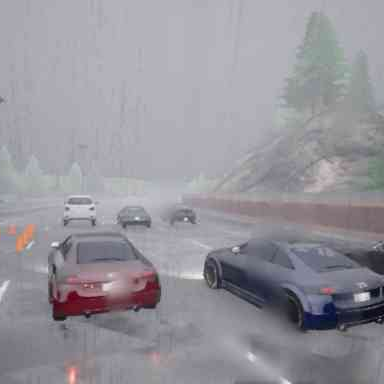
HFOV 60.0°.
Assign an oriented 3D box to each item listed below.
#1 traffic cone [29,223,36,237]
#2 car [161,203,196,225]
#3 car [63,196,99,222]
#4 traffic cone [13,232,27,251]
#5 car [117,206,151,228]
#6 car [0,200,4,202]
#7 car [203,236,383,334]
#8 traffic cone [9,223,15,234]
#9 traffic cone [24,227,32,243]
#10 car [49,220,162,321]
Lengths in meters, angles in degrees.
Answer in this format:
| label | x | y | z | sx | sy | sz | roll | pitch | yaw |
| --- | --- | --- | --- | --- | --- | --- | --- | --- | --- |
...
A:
| label | x | y | z | sx | sy | sz | roll | pitch | yaw |
| --- | --- | --- | --- | --- | --- | --- | --- | --- | --- |
| traffic cone | -8.167 | 1.973 | 16.694 | 0.340 | 0.580 | 0.340 | 1 | 0 | -21 |
| car | -1.098 | 1.643 | 25.377 | 1.837 | 1.490 | 4.892 | 0 | 0 | -16 |
| car | -8.194 | 1.286 | 24.676 | 2.150 | 2.045 | 5.566 | 1 | 0 | -16 |
| traffic cone | -6.726 | 1.966 | 12.963 | 0.340 | 0.580 | 0.340 | 1 | 0 | -21 |
| car | -4.077 | 1.660 | 23.129 | 1.994 | 1.385 | 4.181 | 1 | 0 | -17 |
| car | -26.357 | 1.564 | 44.076 | 1.994 | 1.385 | 4.181 | 1 | 0 | -7 |
| car | 1.864 | 1.624 | 7.071 | 1.994 | 1.385 | 4.181 | 1 | 0 | -24 |
| traffic cone | -9.820 | 1.966 | 18.200 | 0.340 | 0.580 | 0.340 | 1 | 0 | -21 |
| traffic cone | -7.446 | 1.970 | 14.829 | 0.340 | 0.580 | 0.340 | 1 | 0 | -21 |
| car | -2.149 | 1.588 | 7.526 | 1.994 | 1.385 | 4.181 | 1 | 0 | -24 |
